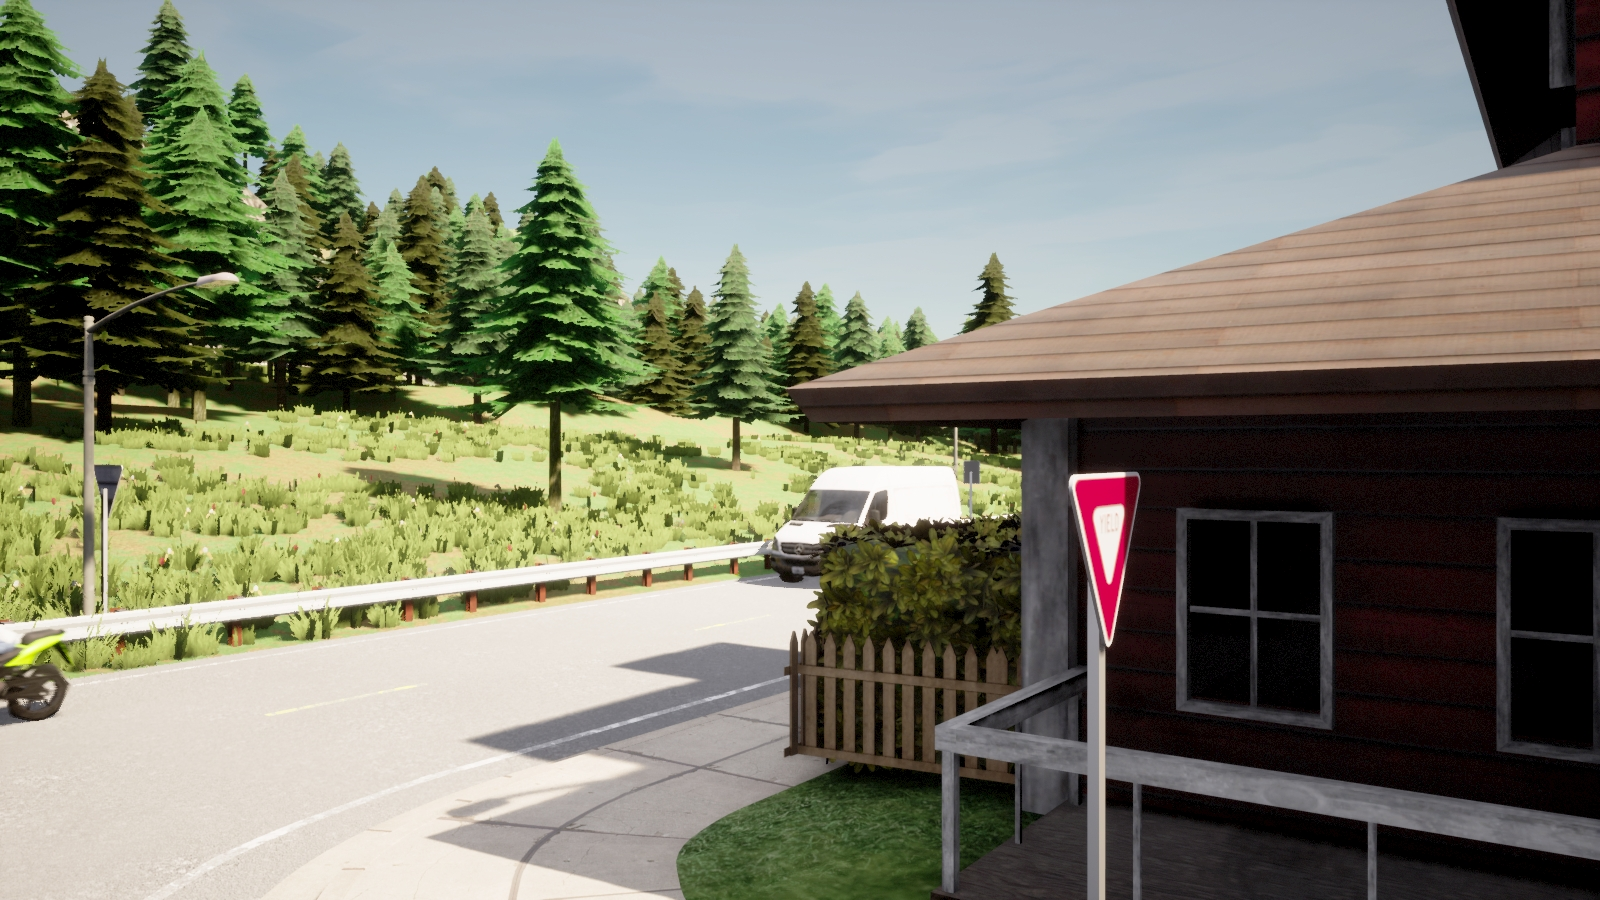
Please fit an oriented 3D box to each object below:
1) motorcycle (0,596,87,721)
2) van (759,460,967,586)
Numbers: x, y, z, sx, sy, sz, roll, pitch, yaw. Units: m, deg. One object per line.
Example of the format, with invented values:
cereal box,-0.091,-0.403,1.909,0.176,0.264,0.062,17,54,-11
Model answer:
motorcycle,-8.646,2.205,11.785,0.803,1.145,2.033,0,-1,35
van,1.631,1.535,26.521,1.988,2.561,5.915,0,0,35
